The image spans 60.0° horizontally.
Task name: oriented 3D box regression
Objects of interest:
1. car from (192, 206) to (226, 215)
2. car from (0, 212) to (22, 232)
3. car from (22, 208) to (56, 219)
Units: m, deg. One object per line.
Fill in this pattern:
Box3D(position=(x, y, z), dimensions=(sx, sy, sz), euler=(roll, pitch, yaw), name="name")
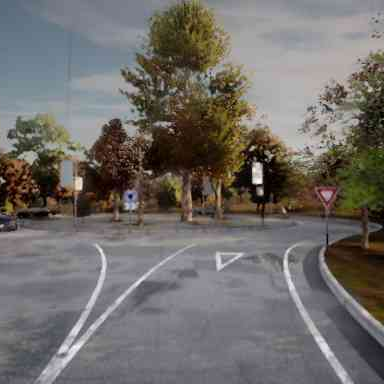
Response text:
Box3D(position=(2.452, 2.819, 50.857), dimensions=(5.357, 1.411, 2.033), euler=(0, -2, 20), name="car")
Box3D(position=(-13.721, 2.049, 22.861), dimensions=(4.181, 1.385, 1.994), euler=(-1, -2, 42), name="car")
Box3D(position=(-18.924, 2.599, 40.457), dimensions=(1.895, 1.301, 4.718), euler=(-1, -2, 19), name="car")
